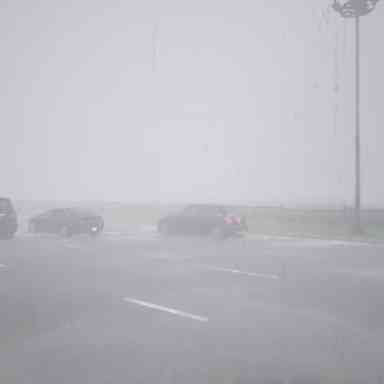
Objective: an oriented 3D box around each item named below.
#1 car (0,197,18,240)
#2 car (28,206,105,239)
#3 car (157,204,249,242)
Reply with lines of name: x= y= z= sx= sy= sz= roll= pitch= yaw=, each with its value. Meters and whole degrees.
car: x=-10.480 y=1.227 z=15.757 sx=5.566 sy=2.045 sz=2.150 roll=0 pitch=0 yaw=35
car: x=-6.632 y=1.510 z=17.308 sx=4.892 sy=1.490 sz=1.837 roll=0 pitch=0 yaw=35
car: x=0.440 y=1.355 z=16.569 sx=4.553 sy=1.767 sz=2.097 roll=0 pitch=0 yaw=35
